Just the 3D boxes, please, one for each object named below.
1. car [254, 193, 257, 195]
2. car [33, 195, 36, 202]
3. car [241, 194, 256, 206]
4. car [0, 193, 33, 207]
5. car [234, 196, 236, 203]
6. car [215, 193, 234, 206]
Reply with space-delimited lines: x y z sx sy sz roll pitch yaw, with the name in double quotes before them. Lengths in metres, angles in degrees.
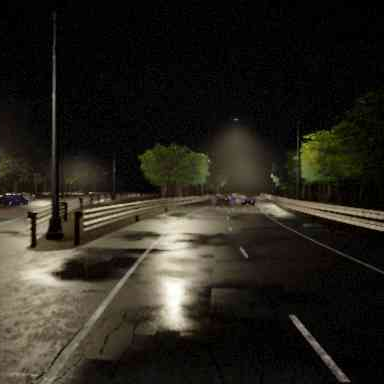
"car" 10.133 1.283 58.723 1.812 1.442 4.674 0 0 11
"car" -27.935 0.967 56.237 1.812 1.442 4.674 0 0 -9
"car" 8.219 1.390 48.912 1.895 1.301 4.718 0 0 11
"car" -21.625 1.110 41.009 1.812 1.442 4.674 0 0 -11
"car" 6.540 1.086 58.577 2.097 1.767 4.553 0 0 11
"car" 4.547 1.258 48.366 2.128 1.511 4.902 0 0 11
